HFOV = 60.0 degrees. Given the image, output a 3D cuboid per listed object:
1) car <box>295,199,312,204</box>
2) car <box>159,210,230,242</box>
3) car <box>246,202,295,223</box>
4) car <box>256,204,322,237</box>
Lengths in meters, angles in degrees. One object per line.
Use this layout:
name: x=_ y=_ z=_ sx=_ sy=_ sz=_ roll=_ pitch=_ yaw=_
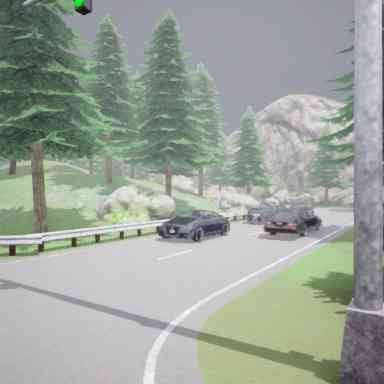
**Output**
car: x=11.127 y=1.530 z=33.533 sx=1.837 sy=1.490 sz=4.892 roll=0 pitch=0 yaw=26
car: x=0.209 y=1.581 z=16.584 sx=1.994 sy=1.385 sz=4.181 roll=0 pitch=0 yaw=33
car: x=5.702 y=1.513 z=24.875 sx=2.128 sy=1.511 sz=4.902 roll=0 pitch=0 yaw=34
car: x=5.649 y=1.602 z=18.259 sx=2.033 sy=1.411 sz=5.357 roll=0 pitch=0 yaw=34
